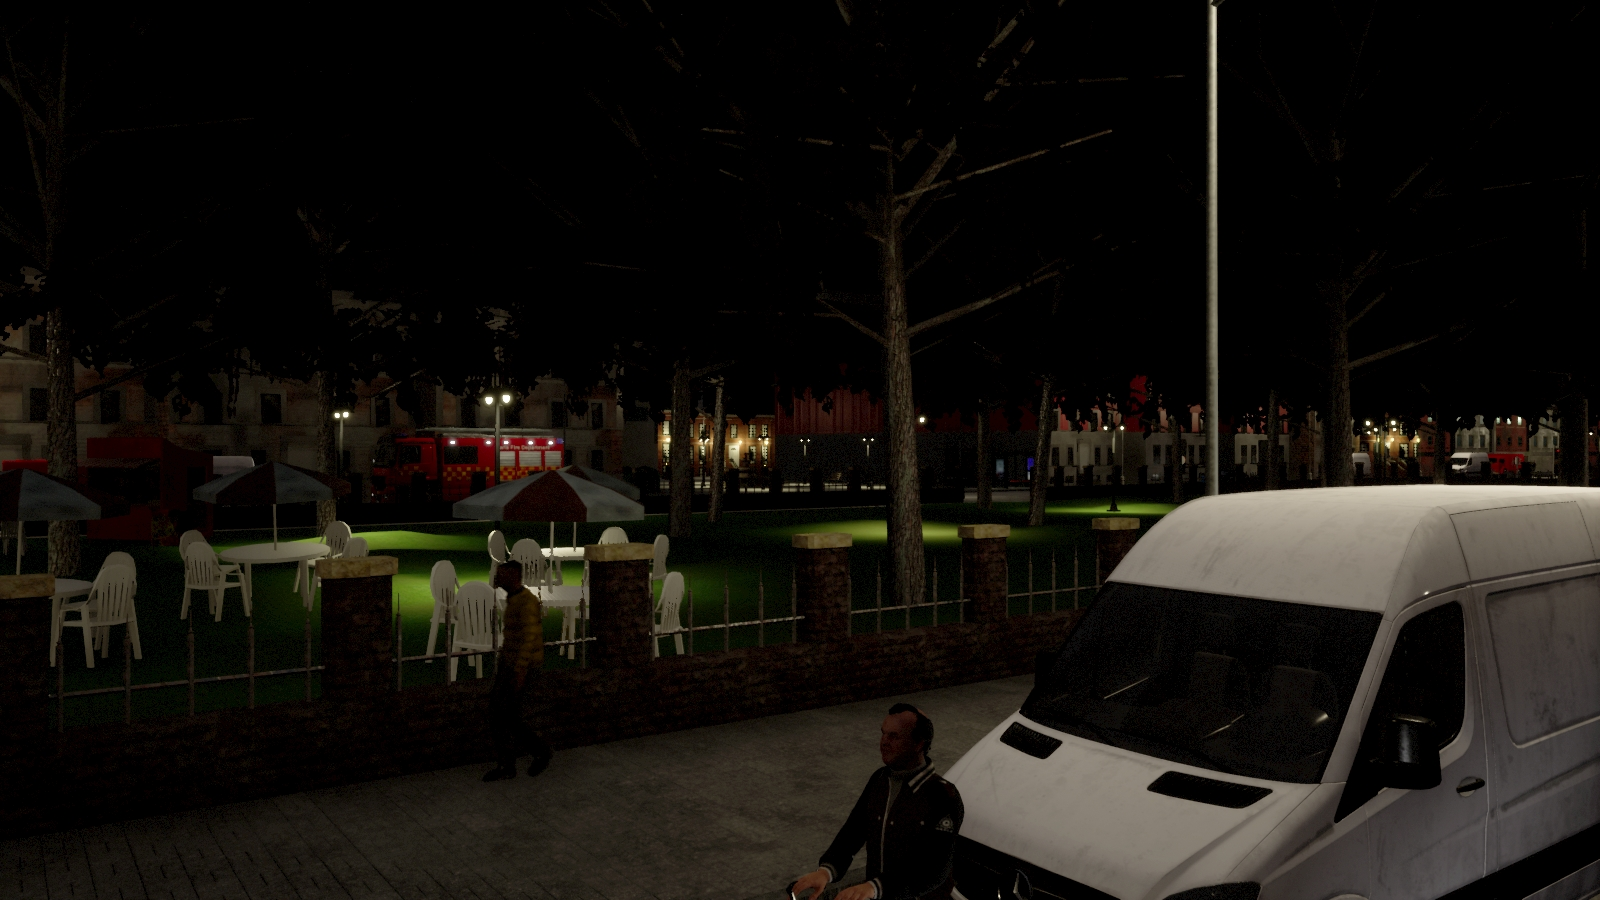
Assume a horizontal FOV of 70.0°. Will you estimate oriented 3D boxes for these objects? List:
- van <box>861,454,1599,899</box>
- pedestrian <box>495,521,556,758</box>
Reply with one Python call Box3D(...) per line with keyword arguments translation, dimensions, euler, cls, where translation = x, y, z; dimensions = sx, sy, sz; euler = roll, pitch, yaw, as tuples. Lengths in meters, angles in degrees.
Box3D(translation=(3.302, 1.314, 6.746), dimensions=(5.915, 2.561, 1.988), euler=(0, 0, -35), cls="van")
Box3D(translation=(-2.251, 1.525, 9.368), dimensions=(0.375, 1.860, 0.375), euler=(0, 0, -35), cls="pedestrian")
